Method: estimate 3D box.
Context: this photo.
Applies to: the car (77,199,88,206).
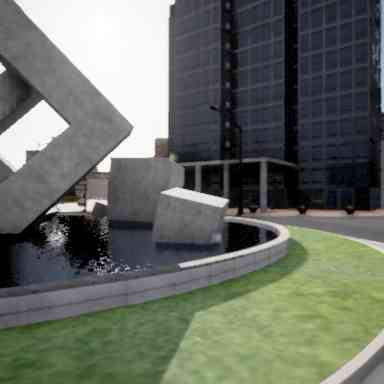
[{"bbox_3d":[-23.111,2.267,70.264,1.837,1.490,4.892,0,-1,-14],"label":"car"}]
